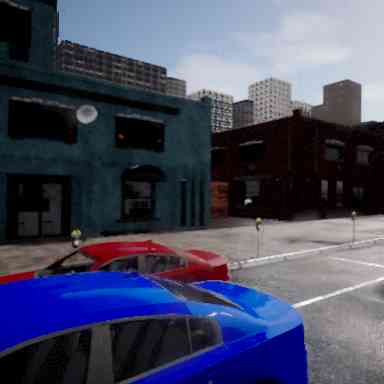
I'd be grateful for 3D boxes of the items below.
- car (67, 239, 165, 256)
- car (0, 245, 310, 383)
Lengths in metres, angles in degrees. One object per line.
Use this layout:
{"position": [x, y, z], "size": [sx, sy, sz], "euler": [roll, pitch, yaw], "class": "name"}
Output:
{"position": [-1.376, 1.544, 5.565], "size": [4.507, 1.381, 1.887], "euler": [0, 1, -35], "class": "car"}
{"position": [-1.220, 1.478, 2.493], "size": [5.008, 1.535, 1.882], "euler": [0, 0, -35], "class": "car"}
